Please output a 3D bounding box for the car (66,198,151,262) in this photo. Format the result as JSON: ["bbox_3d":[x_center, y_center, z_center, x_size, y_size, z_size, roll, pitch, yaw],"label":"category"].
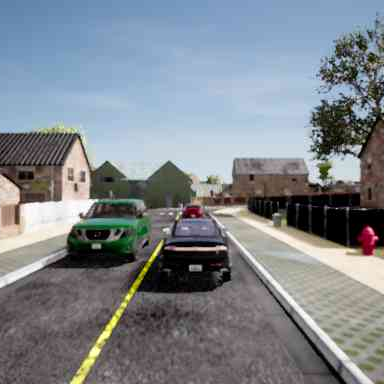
[{"bbox_3d":[-2.851,1.286,12.699,2.150,2.045,5.566,0,0,0],"label":"car"}]

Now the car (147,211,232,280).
[{"bbox_3d":[0.091,1.542,10.062,2.128,1.511,4.902,0,0,0],"label":"car"}]

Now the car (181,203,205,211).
[{"bbox_3d":[0.092,1.674,27.573,1.812,1.442,4.674,0,0,0],"label":"car"}]
